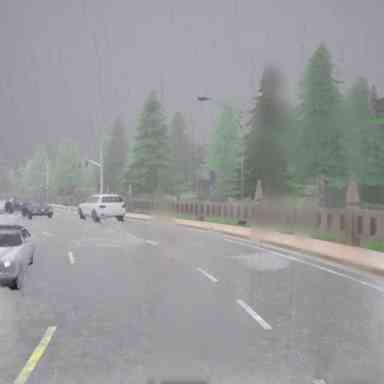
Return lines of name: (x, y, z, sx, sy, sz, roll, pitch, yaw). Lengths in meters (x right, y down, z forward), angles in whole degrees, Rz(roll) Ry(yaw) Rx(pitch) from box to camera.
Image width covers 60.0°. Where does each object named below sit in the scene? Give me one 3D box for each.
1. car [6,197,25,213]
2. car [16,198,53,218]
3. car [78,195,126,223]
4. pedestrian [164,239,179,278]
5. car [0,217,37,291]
car: (-19.560, 1.353, 37.410, 2.097, 1.767, 4.553, 0, 0, -36)
car: (-13.744, 1.547, 29.392, 2.033, 1.411, 5.357, 0, 0, -36)
car: (-7.137, 1.220, 26.031, 2.150, 2.045, 5.566, 0, 0, -36)
pedestrian: (-0.505, 1.674, 8.684, 0.500, 1.100, 0.500, 0, 0, -16)
car: (-5.300, 1.601, 8.770, 1.895, 1.301, 4.718, 0, 0, -20)
